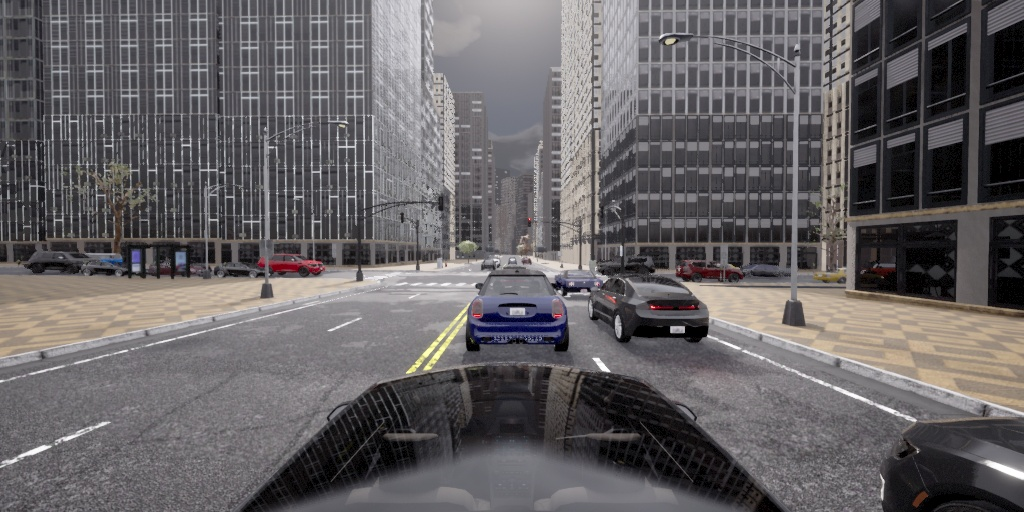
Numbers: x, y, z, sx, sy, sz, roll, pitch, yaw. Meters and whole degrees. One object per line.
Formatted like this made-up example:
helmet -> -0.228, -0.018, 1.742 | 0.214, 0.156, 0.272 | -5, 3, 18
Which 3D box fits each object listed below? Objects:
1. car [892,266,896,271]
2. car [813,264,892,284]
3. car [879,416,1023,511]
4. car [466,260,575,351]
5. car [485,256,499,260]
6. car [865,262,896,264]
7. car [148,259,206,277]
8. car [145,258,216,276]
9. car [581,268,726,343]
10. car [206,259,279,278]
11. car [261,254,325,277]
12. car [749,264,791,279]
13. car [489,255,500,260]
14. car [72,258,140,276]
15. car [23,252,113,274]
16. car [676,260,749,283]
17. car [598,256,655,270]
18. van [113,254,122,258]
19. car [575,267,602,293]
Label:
car -> 33.152, 1.684, 29.384 | 4.207, 1.307, 1.802 | 0, 0, 1
car -> 27.682, 1.579, 29.486 | 4.829, 1.417, 1.751 | 0, 0, 1
car -> 3.345, 1.255, 0.308 | 1.837, 1.490, 4.892 | 0, 0, 0
car -> 0.110, 1.099, 9.100 | 2.097, 1.767, 4.553 | 0, 0, 0
car -> -3.271, 1.193, 50.633 | 1.882, 1.535, 5.008 | 0, 0, 0
car -> 35.557, 1.381, 35.105 | 4.553, 1.767, 2.097 | 0, 1, 1
car -> -28.374, 1.138, 30.427 | 4.207, 1.307, 1.802 | 0, 0, 1
car -> -30.595, 0.997, 33.163 | 4.892, 1.490, 1.837 | 1, 1, 1
car -> 3.361, 1.251, 9.706 | 1.837, 1.490, 4.892 | 0, 0, 0
car -> -22.690, 1.174, 30.285 | 4.313, 1.339, 1.948 | 0, 0, 1
car -> -20.236, 0.808, 32.934 | 5.566, 2.045, 2.150 | 0, 1, 1
car -> 24.318, 1.479, 35.324 | 5.357, 1.411, 2.033 | 1, 1, 1
car -> -3.242, 0.925, 60.582 | 2.150, 2.045, 5.566 | 0, 0, 0
car -> -34.054, 1.069, 30.608 | 4.313, 1.339, 1.948 | 0, 0, 1
car -> -41.402, 0.617, 33.406 | 5.566, 2.045, 2.150 | 0, 1, 2
car -> 16.234, 1.269, 29.700 | 5.009, 1.841, 2.192 | 0, 0, 1
car -> 11.311, 1.035, 35.734 | 5.566, 2.045, 2.150 | 0, 1, 3
van -> -45.233, 0.605, 39.286 | 3.998, 1.789, 1.690 | 0, 0, 1
car -> 3.376, 1.341, 19.017 | 1.895, 1.301, 4.718 | 0, 0, 0
